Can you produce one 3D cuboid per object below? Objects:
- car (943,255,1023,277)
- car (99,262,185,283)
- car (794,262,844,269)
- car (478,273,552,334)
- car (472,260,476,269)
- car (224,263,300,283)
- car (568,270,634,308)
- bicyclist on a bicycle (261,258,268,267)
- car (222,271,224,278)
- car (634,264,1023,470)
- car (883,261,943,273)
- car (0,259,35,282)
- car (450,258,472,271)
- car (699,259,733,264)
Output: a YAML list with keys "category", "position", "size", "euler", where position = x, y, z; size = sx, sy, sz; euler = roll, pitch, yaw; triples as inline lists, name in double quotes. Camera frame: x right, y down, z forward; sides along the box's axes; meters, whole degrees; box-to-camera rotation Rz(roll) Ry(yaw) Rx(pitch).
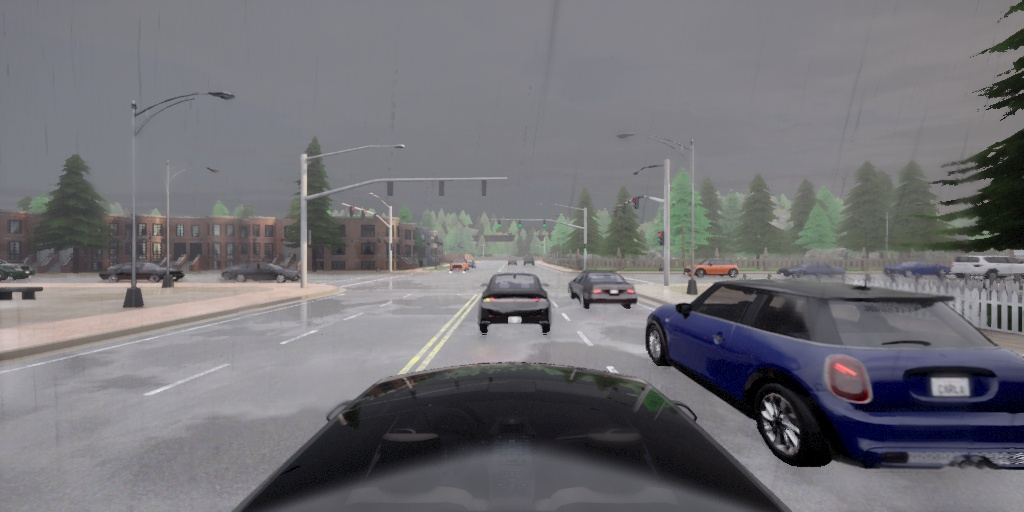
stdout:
- category: "car"
  position: [40.614, 0.971, 30.203]
  size: [5.566, 2.045, 2.150]
  euler: [0, 0, 0]
- category: "car"
  position: [-27.725, 1.351, 27.024]
  size: [4.718, 1.301, 1.895]
  euler: [0, 0, -3]
- category: "car"
  position: [28.274, 1.297, 33.925]
  size: [5.357, 1.411, 2.033]
  euler: [0, 0, 1]
- category: "car"
  position: [0.081, 1.242, 10.639]
  size: [2.128, 1.511, 4.902]
  euler: [0, 0, 0]
- category: "car"
  position: [-7.013, 1.276, 58.250]
  size: [1.812, 1.442, 4.674]
  euler: [0, 0, 1]
- category: "car"
  position: [-18.465, 1.255, 27.188]
  size: [4.892, 1.490, 1.837]
  euler: [0, 0, -1]
- category: "car"
  position: [3.603, 1.298, 15.081]
  size: [2.033, 1.411, 5.357]
  euler: [0, 0, 0]
- category: "bicyclist on a bicycle"
  position: [-28.766, 1.053, 41.635]
  size: [0.582, 1.620, 1.656]
  euler: [0, 0, -1]
- category: "car"
  position: [-22.148, 1.314, 30.620]
  size: [4.181, 1.385, 1.994]
  euler: [0, 0, -1]
- category: "car"
  position: [3.606, 1.101, 5.069]
  size: [2.097, 1.767, 4.553]
  euler: [0, 0, 0]
- category: "car"
  position: [38.152, 1.228, 33.897]
  size: [5.008, 1.535, 1.882]
  euler: [0, 0, 0]
- category: "car"
  position: [-41.785, 0.973, 28.047]
  size: [5.566, 2.045, 2.150]
  euler: [0, 0, -20]
- category: "car"
  position: [-7.036, 1.102, 48.317]
  size: [2.097, 1.767, 4.553]
  euler: [0, 0, 0]
- category: "car"
  position: [18.749, 1.102, 33.950]
  size: [4.553, 1.767, 2.097]
  euler: [0, 0, 0]
